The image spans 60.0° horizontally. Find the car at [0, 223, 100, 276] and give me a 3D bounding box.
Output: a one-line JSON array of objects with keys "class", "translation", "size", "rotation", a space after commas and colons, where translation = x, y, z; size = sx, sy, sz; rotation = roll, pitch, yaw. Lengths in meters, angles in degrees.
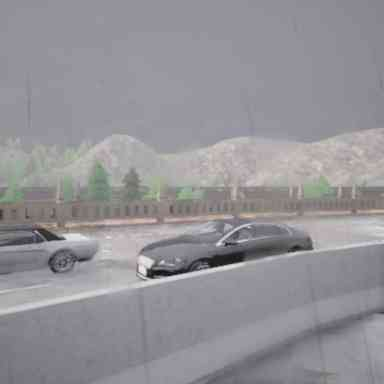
[{"class": "car", "translation": [-5.054, 1.553, 8.846], "size": [4.718, 1.301, 1.895], "rotation": [0, 0, -34]}]

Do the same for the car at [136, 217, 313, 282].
[{"class": "car", "translation": [1.006, 1.443, 8.569], "size": [4.902, 1.511, 2.128], "rotation": [0, 0, -32]}]
